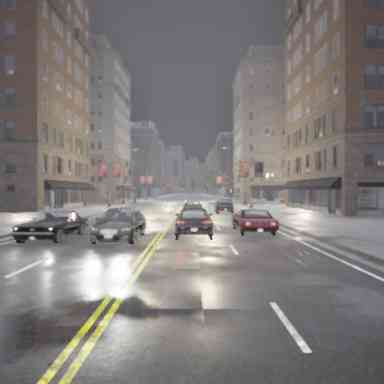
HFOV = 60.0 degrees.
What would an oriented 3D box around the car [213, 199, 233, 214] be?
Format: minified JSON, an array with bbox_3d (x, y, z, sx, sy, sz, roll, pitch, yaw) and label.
[{"bbox_3d":[3.341,1.480,35.345,1.837,1.490,4.892,0,0,0],"label":"car"}]

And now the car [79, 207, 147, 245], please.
[{"bbox_3d":[-3.266,1.482,15.468,2.128,1.511,4.902,0,0,0],"label":"car"}]

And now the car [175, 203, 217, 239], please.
[{"bbox_3d":[0.096,1.514,17.081,1.812,1.442,4.674,0,0,0],"label":"car"}]

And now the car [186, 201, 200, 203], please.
[{"bbox_3d":[0.092,1.578,34.038,1.895,1.301,4.718,0,0,0],"label":"car"}]

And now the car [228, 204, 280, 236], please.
[{"bbox_3d":[3.346,1.588,18.472,1.895,1.301,4.718,0,0,0],"label":"car"}]

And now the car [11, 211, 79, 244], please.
[{"bbox_3d":[-6.512,1.590,15.801,1.895,1.301,4.718,0,0,0],"label":"car"}]

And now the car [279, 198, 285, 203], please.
[{"bbox_3d":[18.899,1.373,64.197,4.097,1.590,1.967,0,0,0],"label":"car"}]
